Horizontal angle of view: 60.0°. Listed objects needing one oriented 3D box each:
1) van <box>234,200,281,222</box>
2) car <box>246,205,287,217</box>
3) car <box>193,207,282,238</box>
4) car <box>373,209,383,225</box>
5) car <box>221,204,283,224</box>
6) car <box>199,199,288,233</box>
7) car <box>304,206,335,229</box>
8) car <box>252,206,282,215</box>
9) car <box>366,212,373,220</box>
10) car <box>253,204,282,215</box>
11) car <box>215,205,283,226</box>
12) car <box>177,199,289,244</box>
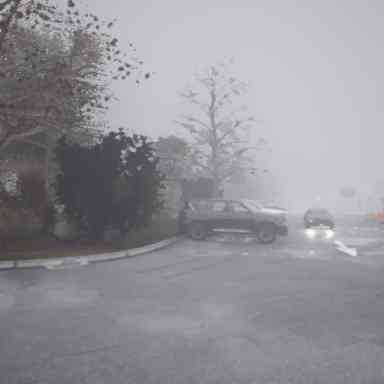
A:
[{"bbox_3d":[6.500,1.816,32.836,4.442,1.987,1.878,0,-2,15],"label":"van"},{"bbox_3d":[9.720,2.468,43.547,4.902,1.511,2.128,-1,-3,38],"label":"car"},{"bbox_3d":[2.701,1.687,19.396,4.892,1.521,2.231,0,-1,15],"label":"car"},{"bbox_3d":[17.240,1.809,26.182,4.553,1.767,2.185,0,-2,15],"label":"car"},{"bbox_3d":[5.467,1.953,30.217,5.366,1.575,1.946,0,-2,15],"label":"car"},{"bbox_3d":[3.452,1.488,22.091,5.566,2.045,2.435,0,-1,15],"label":"car"},{"bbox_3d":[9.439,1.914,24.960,2.033,1.411,5.357,0,-1,16],"label":"car"},{"bbox_3d":[11.926,2.935,52.883,4.674,1.452,2.002,0,-3,15],"label":"car"},{"bbox_3d":[18.221,2.021,28.933,5.366,1.575,1.946,0,-2,15],"label":"car"},{"bbox_3d":[12.724,2.920,55.957,4.553,1.767,2.185,0,-3,16],"label":"car"},{"bbox_3d":[4.760,1.878,27.653,5.366,1.575,1.946,0,-1,15],"label":"car"},{"bbox_3d":[2.028,1.387,16.818,5.566,2.045,2.435,0,-1,15],"label":"car"}]
